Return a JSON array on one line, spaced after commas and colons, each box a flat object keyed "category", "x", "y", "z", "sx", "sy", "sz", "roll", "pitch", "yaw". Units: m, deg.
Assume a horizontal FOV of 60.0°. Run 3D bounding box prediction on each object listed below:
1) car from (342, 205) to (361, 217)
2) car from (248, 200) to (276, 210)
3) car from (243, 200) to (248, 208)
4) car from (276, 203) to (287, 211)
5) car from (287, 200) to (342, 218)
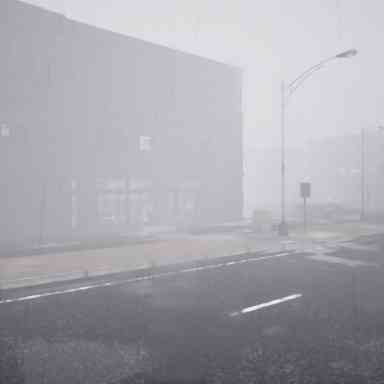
[{"category": "car", "x": 14.317, "y": 1.758, "z": 34.088, "sx": 2.033, "sy": 1.411, "sz": 5.357, "roll": -1, "pitch": 0, "yaw": -36}, {"category": "car", "x": 10.787, "y": 1.897, "z": 48.949, "sx": 1.802, "sy": 1.307, "sz": 4.206, "roll": -2, "pitch": 0, "yaw": -36}, {"category": "car", "x": 7.565, "y": 1.959, "z": 53.449, "sx": 1.802, "sy": 1.307, "sz": 4.206, "roll": -2, "pitch": 0, "yaw": -36}, {"category": "car", "x": 14.009, "y": 1.803, "z": 44.448, "sx": 2.008, "sy": 1.369, "sz": 4.403, "roll": -2, "pitch": 0, "yaw": -36}, {"category": "car", "x": 11.954, "y": 1.809, "z": 32.715, "sx": 1.947, "sy": 1.339, "sz": 4.313, "roll": -2, "pitch": 0, "yaw": -36}]
